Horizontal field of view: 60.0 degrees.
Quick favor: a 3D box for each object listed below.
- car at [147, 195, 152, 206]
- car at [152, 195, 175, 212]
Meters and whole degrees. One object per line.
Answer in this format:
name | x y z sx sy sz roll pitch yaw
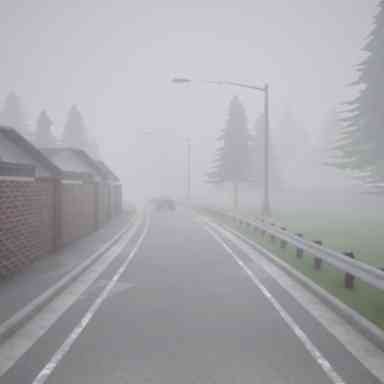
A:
car | -5.392 1.164 47.649 1.812 1.442 4.674 0 0 -13
car | -2.878 1.241 34.769 1.837 1.490 4.892 0 1 -10
